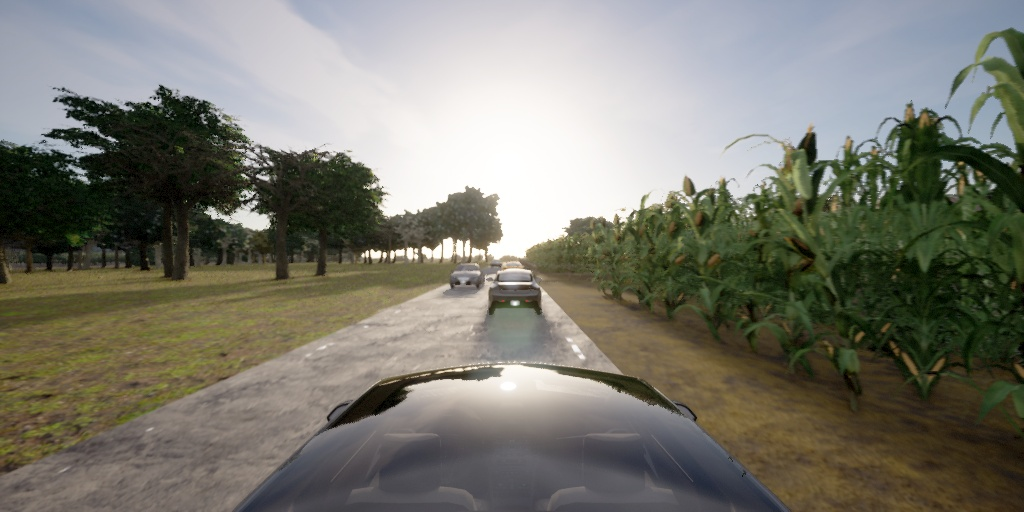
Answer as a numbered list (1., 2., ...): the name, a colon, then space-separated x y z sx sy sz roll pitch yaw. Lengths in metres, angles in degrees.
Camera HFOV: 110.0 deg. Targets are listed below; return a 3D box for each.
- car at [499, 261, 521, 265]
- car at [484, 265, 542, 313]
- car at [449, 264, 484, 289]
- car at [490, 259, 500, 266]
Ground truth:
1. car: 0.095 1.259 31.796 1.882 1.535 5.008 0 0 0
2. car: 0.092 1.265 13.948 1.837 1.490 4.892 0 0 0
3. car: -2.850 1.263 23.436 2.128 1.511 4.902 0 0 0
4. car: -2.792 1.343 63.105 1.882 1.535 5.008 0 0 1
